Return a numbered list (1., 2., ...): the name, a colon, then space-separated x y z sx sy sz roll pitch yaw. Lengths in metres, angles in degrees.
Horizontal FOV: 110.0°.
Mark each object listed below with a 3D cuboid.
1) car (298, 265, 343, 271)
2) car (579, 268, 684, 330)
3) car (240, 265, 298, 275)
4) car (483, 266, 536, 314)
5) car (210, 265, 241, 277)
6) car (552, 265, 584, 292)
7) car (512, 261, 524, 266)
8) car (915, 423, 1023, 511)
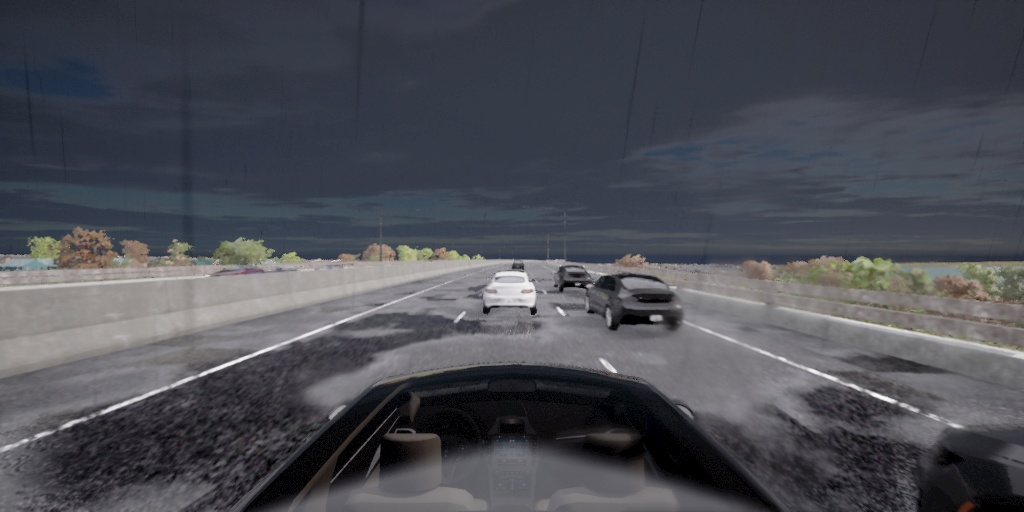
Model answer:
1. car: -13.887 1.384 27.384 1.994 1.385 4.181 0 0 1
2. car: 3.525 1.280 11.142 1.837 1.490 4.892 0 0 0
3. car: -17.401 1.417 26.848 1.895 1.301 4.718 0 0 1
4. car: -0.048 1.308 13.934 1.812 1.442 4.674 0 0 1
5. car: -20.883 1.381 27.644 1.994 1.385 4.181 0 0 1
6. car: 3.623 1.315 22.064 1.837 1.490 4.892 0 0 1
7. car: 0.957 1.436 55.727 1.882 1.535 5.008 0 0 2
8. car: 3.497 1.252 0.219 1.837 1.490 4.892 0 0 0
